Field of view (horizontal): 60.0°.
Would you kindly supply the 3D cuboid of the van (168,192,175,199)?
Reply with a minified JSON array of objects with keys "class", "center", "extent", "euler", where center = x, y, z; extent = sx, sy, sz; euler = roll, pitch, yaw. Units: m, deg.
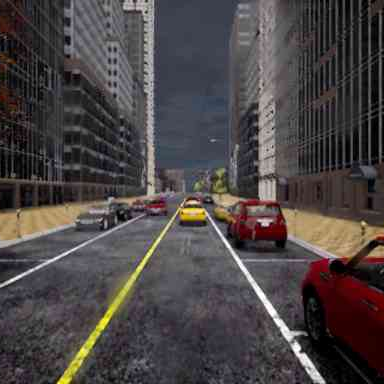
[{"class":"van","center":[-5.813,0.929,94.253],"extent":[1.690,1.788,3.998],"euler":[0,0,0]}]

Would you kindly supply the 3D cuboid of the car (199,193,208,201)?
[{"class":"car","center":[2.590,1.111,77.173],"extent":[1.967,1.590,4.097],"euler":[0,0,0]}]

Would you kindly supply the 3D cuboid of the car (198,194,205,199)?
[{"class":"car","center":[2.573,1.197,88.558],"extent":[1.802,1.307,4.206],"euler":[0,0,0]}]

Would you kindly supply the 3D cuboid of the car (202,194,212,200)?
[{"class":"car","center":[2.620,1.342,54.407],"extent":[1.947,1.339,4.313],"euler":[0,0,0]}]

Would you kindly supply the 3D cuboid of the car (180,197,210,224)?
[{"class":"car","center":[0.067,1.364,23.992],"extent":[1.801,1.575,5.366],"euler":[0,0,0]}]

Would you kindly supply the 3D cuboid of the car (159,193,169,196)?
[{"class":"car","center":[-5.769,1.296,60.100],"extent":[1.887,1.381,4.507],"euler":[0,0,0]}]

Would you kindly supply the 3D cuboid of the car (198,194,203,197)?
[{"class":"car","center":[0.044,1.311,41.410],"extent":[1.882,1.535,5.008],"euler":[0,0,0]}]

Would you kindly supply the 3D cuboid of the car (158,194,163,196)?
[{"class":"car","center":[-5.753,1.353,48.716],"extent":[2.008,1.369,4.403],"euler":[0,0,0]}]

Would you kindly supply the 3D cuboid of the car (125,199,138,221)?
[{"class":"car","center":[-5.723,1.466,25.948],"extent":[1.947,1.339,4.313],"euler":[0,0,0]}]

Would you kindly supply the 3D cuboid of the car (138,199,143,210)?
[{"class":"car","center":[-5.737,1.434,37.330],"extent":[1.802,1.307,4.206],"euler":[0,0,0]}]

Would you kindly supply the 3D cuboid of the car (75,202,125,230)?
[{"class":"car","center":[-5.714,1.474,20.255],"extent":[2.008,1.369,4.403],"euler":[0,0,0]}]

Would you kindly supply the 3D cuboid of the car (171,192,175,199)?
[{"class":"car","center":[-5.806,1.056,88.560],"extent":[1.967,1.590,4.097],"euler":[0,0,0]}]

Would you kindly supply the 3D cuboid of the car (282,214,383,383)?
[{"class":"car","center":[2.690,1.303,3.177],"extent":[2.192,1.841,5.009],"euler":[0,0,0]}]

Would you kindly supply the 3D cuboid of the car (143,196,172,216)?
[{"class":"car","center":[-3.138,1.404,31.142],"extent":[1.812,1.442,4.674],"euler":[0,0,0]}]

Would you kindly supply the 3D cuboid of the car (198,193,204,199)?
[{"class":"car","center":[2.566,1.112,94.420],"extent":[1.752,1.417,4.829],"euler":[0,0,0]}]

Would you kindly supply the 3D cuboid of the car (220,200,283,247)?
[{"class":"car","center":[2.675,1.260,14.562],"extent":[2.192,1.841,5.009],"euler":[0,0,0]}]

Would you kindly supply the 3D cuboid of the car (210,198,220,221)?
[{"class":"car","center":[2.658,1.424,26.116],"extent":[1.752,1.417,4.829],"euler":[0,0,0]}]

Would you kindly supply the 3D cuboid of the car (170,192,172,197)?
[{"class":"car","center":[-5.784,1.280,71.485],"extent":[1.802,1.307,4.206],"euler":[0,0,0]}]
